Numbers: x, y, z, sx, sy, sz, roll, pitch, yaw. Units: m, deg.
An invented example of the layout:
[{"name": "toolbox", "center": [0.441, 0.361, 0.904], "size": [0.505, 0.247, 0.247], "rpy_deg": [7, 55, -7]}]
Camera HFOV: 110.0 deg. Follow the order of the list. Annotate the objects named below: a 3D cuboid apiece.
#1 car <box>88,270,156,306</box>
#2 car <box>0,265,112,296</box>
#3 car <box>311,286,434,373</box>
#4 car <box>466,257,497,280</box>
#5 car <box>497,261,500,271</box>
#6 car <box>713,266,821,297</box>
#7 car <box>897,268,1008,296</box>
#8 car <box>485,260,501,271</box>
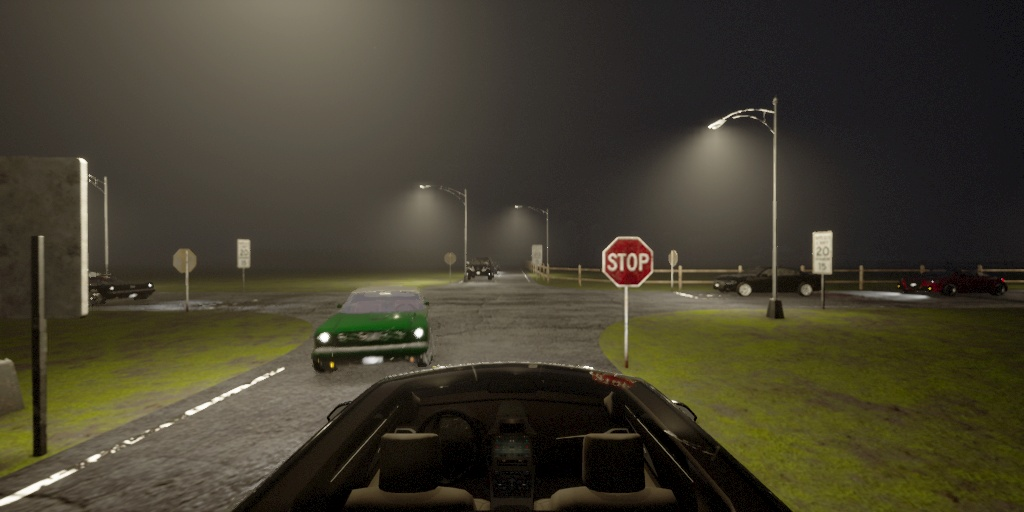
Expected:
[{"name": "car", "center": [-18.893, 1.443, 16.051], "size": [4.718, 1.301, 1.895], "rpy_deg": [0, 0, 6]}, {"name": "car", "center": [-25.451, 1.324, 19.912], "size": [5.008, 1.535, 1.882], "rpy_deg": [0, 0, 10]}, {"name": "car", "center": [-2.775, 1.372, 7.887], "size": [1.895, 1.301, 4.718], "rpy_deg": [0, 0, -14]}, {"name": "car", "center": [-2.805, 1.089, 32.799], "size": [2.150, 2.045, 5.566], "rpy_deg": [0, 0, 1]}, {"name": "car", "center": [-2.765, 1.470, 42.806], "size": [1.994, 1.385, 4.181], "rpy_deg": [0, 0, 0]}, {"name": "car", "center": [13.234, 1.265, 18.781], "size": [5.008, 1.535, 1.882], "rpy_deg": [0, 0, 0]}, {"name": "car", "center": [23.223, 1.346, 19.017], "size": [4.181, 1.385, 1.994], "rpy_deg": [0, 0, -1]}, {"name": "car", "center": [-2.727, 1.440, 53.254], "size": [2.128, 1.511, 4.902], "rpy_deg": [0, 0, 0]}]
